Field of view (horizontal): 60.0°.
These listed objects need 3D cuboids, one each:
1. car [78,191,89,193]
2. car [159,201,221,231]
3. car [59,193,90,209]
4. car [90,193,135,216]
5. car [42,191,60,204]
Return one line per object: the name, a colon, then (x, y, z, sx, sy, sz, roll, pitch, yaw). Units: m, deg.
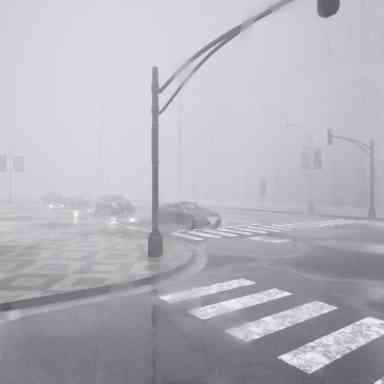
car: (-21.671, 0.520, 66.194, 1.882, 1.535, 5.008, 0, 1, -36)
car: (-0.275, 1.294, 19.297, 2.128, 1.511, 4.902, 0, 1, -34)
car: (-12.899, 1.095, 37.008, 1.895, 1.301, 4.718, 0, 1, -36)
car: (-6.589, 1.001, 28.235, 2.097, 1.767, 4.553, 0, 1, -36)
car: (-18.885, 0.694, 45.371, 2.097, 1.767, 4.553, 0, 1, -35)
